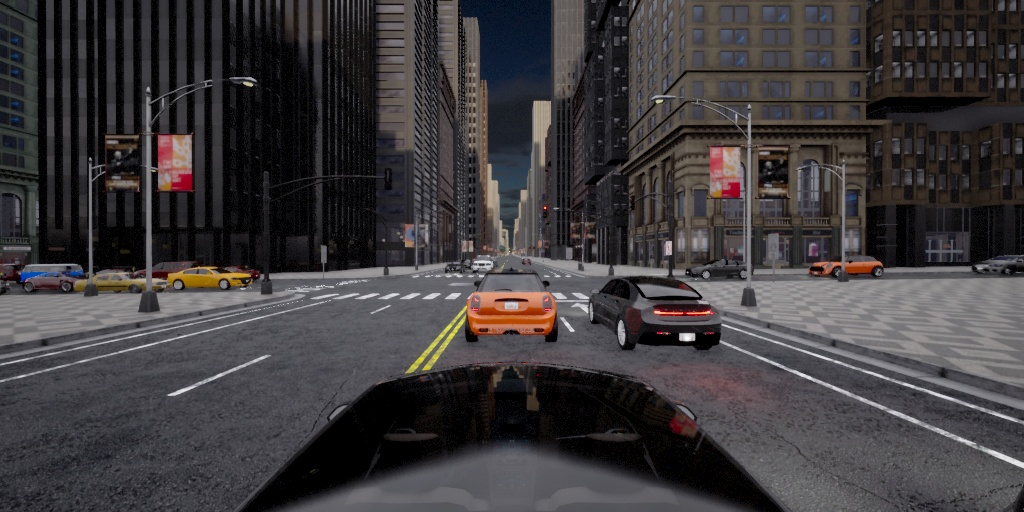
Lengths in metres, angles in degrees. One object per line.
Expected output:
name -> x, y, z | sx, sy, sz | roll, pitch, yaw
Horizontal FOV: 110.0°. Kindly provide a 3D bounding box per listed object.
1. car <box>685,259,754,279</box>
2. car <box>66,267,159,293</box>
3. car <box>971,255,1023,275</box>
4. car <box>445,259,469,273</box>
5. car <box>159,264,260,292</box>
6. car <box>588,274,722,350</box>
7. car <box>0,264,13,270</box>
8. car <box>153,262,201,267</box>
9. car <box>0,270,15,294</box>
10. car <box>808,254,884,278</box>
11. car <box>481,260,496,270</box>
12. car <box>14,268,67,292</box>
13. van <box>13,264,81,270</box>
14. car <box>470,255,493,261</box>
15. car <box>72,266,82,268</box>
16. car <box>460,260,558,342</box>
car -> 16.131, 1.005, 27.997 | 4.892, 1.490, 1.837 | -1, 0, 0
car -> -23.876, 1.596, 22.109 | 4.829, 1.417, 1.751 | 0, 0, 0
car -> 39.045, 0.684, 27.997 | 4.902, 1.511, 2.128 | -1, 0, 0
car -> -6.688, 1.299, 42.474 | 1.994, 1.385, 4.181 | 0, 0, 0
car -> -20.776, 1.492, 24.768 | 5.008, 1.535, 1.882 | -1, 0, 0
car -> 3.237, 1.254, 9.059 | 1.837, 1.490, 4.892 | 0, 0, 0
car -> -44.383, 1.626, 30.661 | 5.009, 1.841, 2.192 | 0, 0, 0
car -> -29.122, 1.418, 30.643 | 5.009, 1.841, 2.192 | 0, 0, 0
car -> -33.817, 1.754, 22.110 | 4.403, 1.370, 2.007 | 0, 0, 0
car -> 25.959, 0.721, 27.999 | 4.553, 1.767, 2.097 | -1, 0, 0
car -> -3.446, 1.290, 53.287 | 1.994, 1.385, 4.181 | 0, 0, 1
car -> -30.775, 1.715, 24.783 | 4.181, 1.385, 1.994 | -1, 0, 1
van -> -39.296, 1.583, 30.655 | 3.998, 1.789, 1.690 | 0, 0, 0
car -> -3.440, 0.956, 43.315 | 2.150, 2.045, 5.566 | 0, 0, 0
car -> -34.209, 1.755, 30.649 | 4.207, 1.307, 1.802 | 0, 0, 0
car -> -0.005, 1.102, 9.920 | 2.097, 1.767, 4.553 | 0, 0, 0
